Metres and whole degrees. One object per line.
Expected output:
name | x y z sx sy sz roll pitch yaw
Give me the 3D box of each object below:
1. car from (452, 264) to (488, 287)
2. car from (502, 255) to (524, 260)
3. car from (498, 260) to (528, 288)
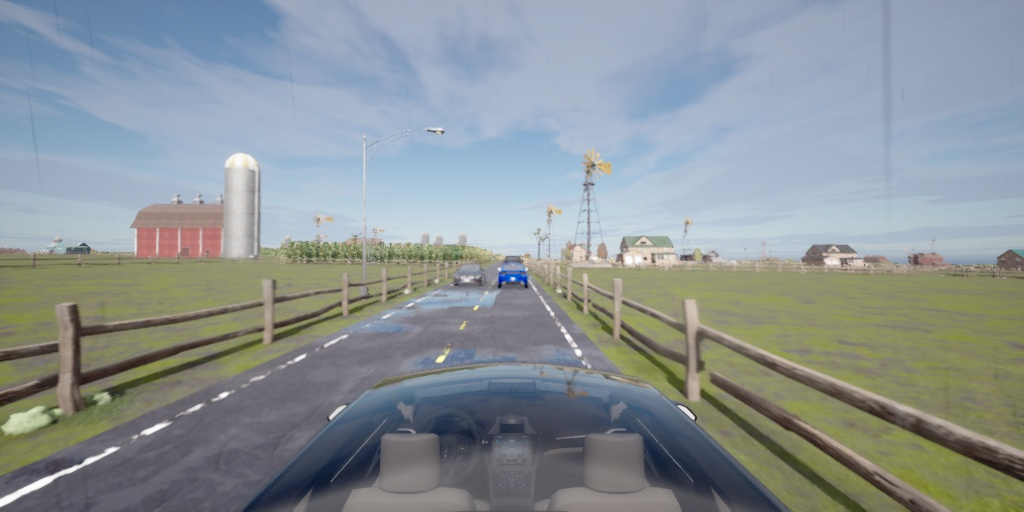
car | -2.775 1.252 24.510 1.812 1.442 4.674 0 0 0
car | 0.081 0.941 38.838 2.150 2.045 5.566 0 0 0
car | 0.068 1.206 23.711 1.882 1.535 5.008 0 0 0
